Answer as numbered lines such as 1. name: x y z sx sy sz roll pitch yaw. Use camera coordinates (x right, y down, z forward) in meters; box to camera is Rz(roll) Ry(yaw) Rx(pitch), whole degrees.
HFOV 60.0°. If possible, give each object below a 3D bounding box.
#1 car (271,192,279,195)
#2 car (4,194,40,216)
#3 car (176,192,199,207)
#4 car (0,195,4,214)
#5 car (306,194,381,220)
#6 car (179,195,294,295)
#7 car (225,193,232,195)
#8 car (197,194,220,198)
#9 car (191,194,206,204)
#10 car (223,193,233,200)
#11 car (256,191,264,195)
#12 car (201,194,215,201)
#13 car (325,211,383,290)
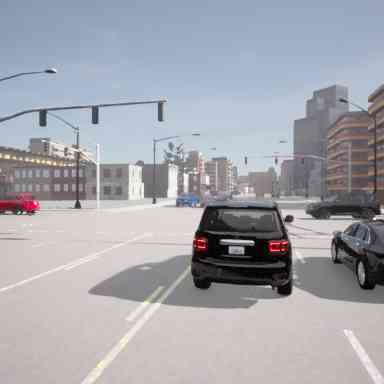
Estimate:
1. car: 20.117 0.791 80.782 2.033 1.411 5.357 0 1 11
2. car: -17.931 1.221 32.979 5.566 2.045 2.150 0 0 10
3. car: -0.753 1.079 48.463 2.150 2.045 5.566 0 1 12
4. car: -19.739 1.352 29.550 4.553 1.767 2.097 0 0 10
5. car: 12.169 1.194 26.889 5.566 2.045 2.150 0 0 3
6. car: 1.534 1.221 9.038 2.150 2.045 5.566 0 0 14
7. car: 6.034 1.091 64.244 1.837 1.490 4.892 0 1 12
8. car: 2.328 1.381 46.057 1.837 1.490 4.892 0 1 11
9. car: 1.159 1.217 57.940 1.837 1.490 4.892 0 1 11
10. car: 8.084 0.926 74.198 1.812 1.442 4.674 0 1 11
11. car: 17.423 0.559 85.141 2.097 1.767 4.553 0 1 11
12. car: 3.297 1.075 68.204 2.033 1.411 5.357 0 1 12
13. car: 5.095 1.505 8.918 1.837 1.490 4.892 0 0 11
